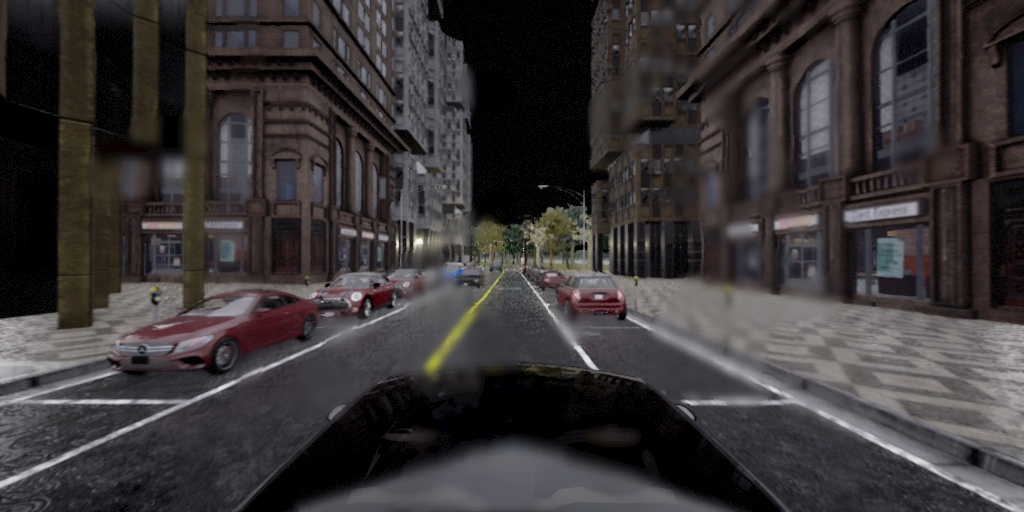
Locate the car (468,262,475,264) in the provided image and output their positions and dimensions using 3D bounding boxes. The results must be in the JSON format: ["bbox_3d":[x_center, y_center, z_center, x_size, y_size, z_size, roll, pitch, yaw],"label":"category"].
[{"bbox_3d":[-5.770,1.733,47.326,2.192,1.841,5.009,0,0,0],"label":"car"}]

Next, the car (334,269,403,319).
[{"bbox_3d":[-5.765,1.346,13.316,1.967,1.591,4.097,0,0,0],"label":"car"}]

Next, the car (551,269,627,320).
[{"bbox_3d":[2.760,1.345,13.287,1.967,1.591,4.097,0,0,0],"label":"car"}]

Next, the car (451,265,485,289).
[{"bbox_3d":[-3.105,1.655,27.171,2.033,1.411,5.357,0,-1,0],"label":"car"}]

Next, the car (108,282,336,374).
[{"bbox_3d":[-5.764,1.410,7.649,1.802,1.307,4.207,0,0,0],"label":"car"}]

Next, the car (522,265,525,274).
[{"bbox_3d":[2.755,1.968,47.297,2.007,1.370,4.403,0,0,0],"label":"car"}]

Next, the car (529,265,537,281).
[{"bbox_3d":[2.758,1.704,30.294,2.007,1.370,4.403,0,0,0],"label":"car"}]

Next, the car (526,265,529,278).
[{"bbox_3d":[2.757,1.789,35.962,2.007,1.370,4.403,0,0,0],"label":"car"}]

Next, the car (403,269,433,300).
[{"bbox_3d":[-5.766,1.426,18.985,1.967,1.591,4.097,0,0,0],"label":"car"}]

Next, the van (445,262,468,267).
[{"bbox_3d":[-5.768,1.580,35.991,1.690,1.789,3.998,0,0,0],"label":"van"}]

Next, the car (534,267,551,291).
[{"bbox_3d":[2.759,1.652,24.625,1.802,1.307,4.207,0,0,0],"label":"car"}]

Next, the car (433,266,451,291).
[{"bbox_3d":[-5.767,1.621,24.654,2.007,1.370,4.403,0,0,0],"label":"car"}]
